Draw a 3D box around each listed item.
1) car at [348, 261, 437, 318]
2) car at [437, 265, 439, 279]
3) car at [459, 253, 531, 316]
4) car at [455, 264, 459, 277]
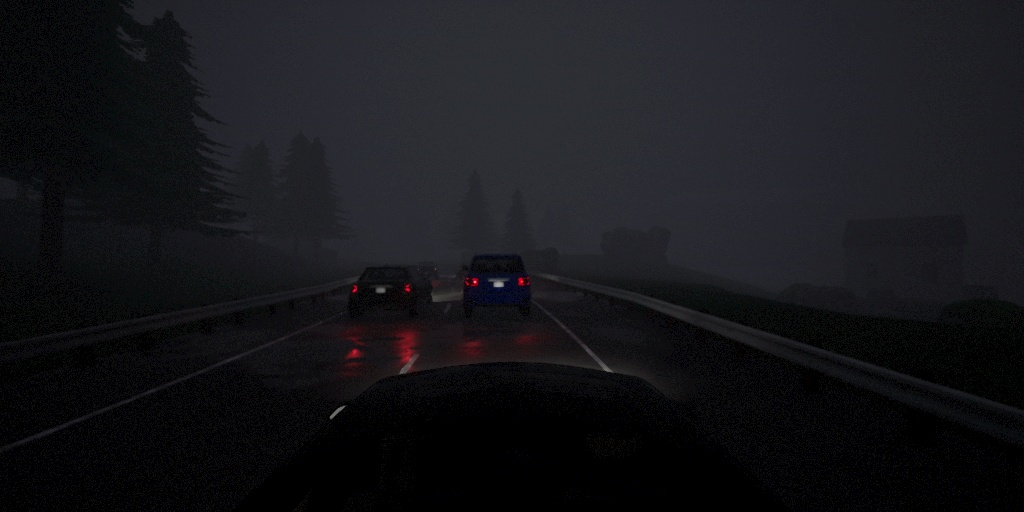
[{"bbox_3d":[-4.194,1.061,13.059,2.097,1.767,4.553,0,0,-5],"label":"car"},{"bbox_3d":[-7.290,1.163,30.378,1.812,1.442,4.674,0,0,-14],"label":"car"},{"bbox_3d":[-0.657,0.920,13.233,2.150,2.045,5.566,0,0,-6],"label":"car"},{"bbox_3d":[-3.691,1.191,30.360,1.994,1.385,4.181,0,0,-14],"label":"car"}]
